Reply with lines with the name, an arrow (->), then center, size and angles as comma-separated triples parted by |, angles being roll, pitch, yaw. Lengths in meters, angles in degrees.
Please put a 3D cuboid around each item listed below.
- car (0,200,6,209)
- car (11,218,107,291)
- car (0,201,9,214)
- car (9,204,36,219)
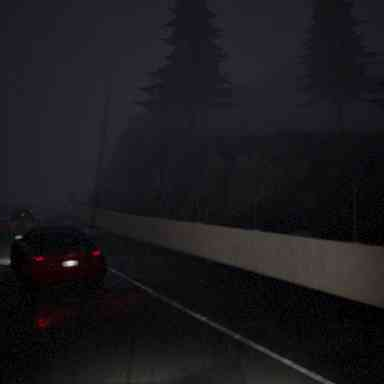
car -> -31.771, 2.072, 53.876 | 1.812, 1.442, 4.674 | 0, -1, -16
car -> -3.935, 1.665, 9.508 | 1.994, 1.385, 4.181 | 0, -1, -33
car -> -23.994, 1.971, 41.637 | 2.033, 1.411, 5.357 | 0, -1, -20
car -> -15.900, 1.850, 31.443 | 1.812, 1.442, 4.674 | 0, 0, -25
